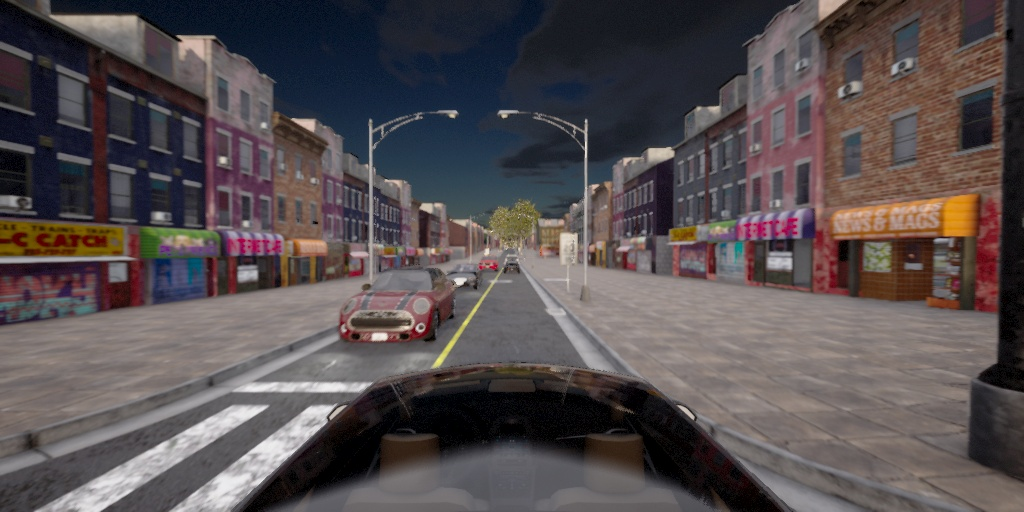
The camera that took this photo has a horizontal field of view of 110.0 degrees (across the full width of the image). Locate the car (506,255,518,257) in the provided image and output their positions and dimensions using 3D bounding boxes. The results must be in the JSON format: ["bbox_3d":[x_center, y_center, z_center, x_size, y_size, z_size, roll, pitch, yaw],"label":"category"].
[{"bbox_3d":[-0.007,0.870,51.295,2.150,2.045,5.566,0,0,0],"label":"car"}]

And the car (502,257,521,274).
[{"bbox_3d":[-0.006,1.187,40.691,1.837,1.490,4.892,0,0,0],"label":"car"}]

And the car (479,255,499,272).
[{"bbox_3d":[-2.773,0.893,43.729,2.150,2.045,5.566,0,0,0],"label":"car"}]

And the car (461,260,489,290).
[{"bbox_3d":[-2.849,1.225,22.241,2.128,1.511,4.902,0,0,0],"label":"car"}]

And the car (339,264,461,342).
[{"bbox_3d":[-2.814,1.101,9.770,2.097,1.767,4.553,0,0,-1],"label":"car"}]
